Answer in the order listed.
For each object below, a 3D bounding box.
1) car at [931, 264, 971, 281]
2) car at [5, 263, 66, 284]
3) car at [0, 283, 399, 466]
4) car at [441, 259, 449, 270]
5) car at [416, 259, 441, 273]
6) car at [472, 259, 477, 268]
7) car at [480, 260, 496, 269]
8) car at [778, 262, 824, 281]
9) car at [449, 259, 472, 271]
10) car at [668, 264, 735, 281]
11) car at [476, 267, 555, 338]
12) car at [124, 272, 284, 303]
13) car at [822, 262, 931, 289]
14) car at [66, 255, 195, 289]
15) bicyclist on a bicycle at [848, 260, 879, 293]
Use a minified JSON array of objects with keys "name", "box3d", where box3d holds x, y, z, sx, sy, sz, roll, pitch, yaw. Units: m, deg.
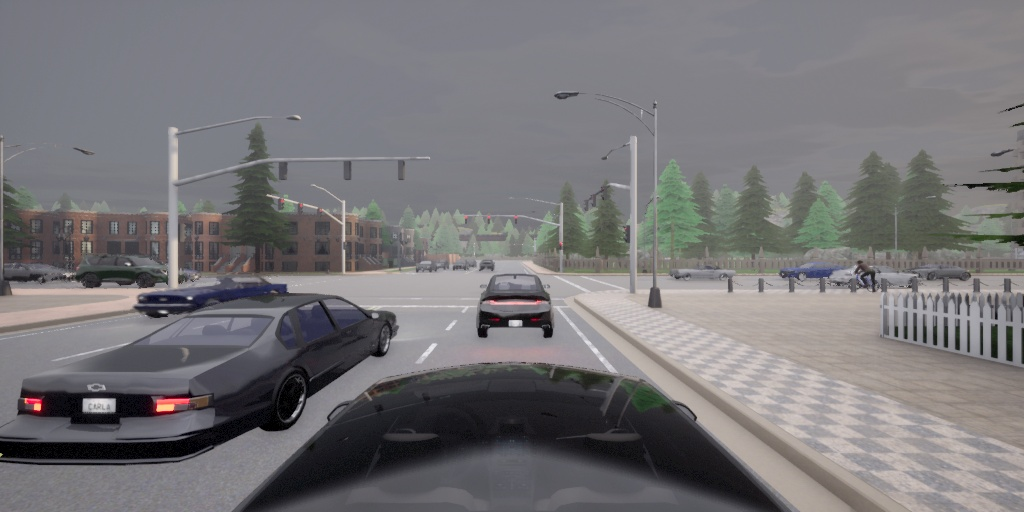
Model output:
[{"name":"car","box3d":[34.847,1.314,29.594,4.181,1.385,1.994,0,0,1]},{"name":"car","box3d":[-34.792,1.241,25.910,4.902,1.511,2.128,0,0,-6]},{"name":"car","box3d":[-3.434,1.297,5.511,2.033,1.411,5.357,0,0,1]},{"name":"car","box3d":[-10.553,1.241,53.610,2.128,1.511,4.902,0,0,0]},{"name":"car","box3d":[-10.555,1.275,44.502,1.812,1.442,4.674,0,0,0]},{"name":"car","box3d":[-7.019,1.254,59.903,1.837,1.490,4.892,0,0,0]},{"name":"car","box3d":[-3.358,1.254,49.307,1.837,1.490,4.892,0,0,0]},{"name":"car","box3d":[24.873,1.227,29.622,5.008,1.535,1.882,0,0,0]},{"name":"car","box3d":[-7.062,1.254,49.919,1.837,1.490,4.892,0,0,0]},{"name":"car","box3d":[15.581,1.351,29.640,4.718,1.301,1.895,0,0,0]},{"name":"car","box3d":[0.087,1.241,10.176,2.128,1.511,4.902,0,0,0]},{"name":"car","box3d":[-10.356,1.351,12.863,1.895,1.301,4.718,0,0,0]},{"name":"car","box3d":[22.650,1.275,22.430,4.674,1.442,1.812,0,0,0]},{"name":"car","box3d":[-24.154,0.970,22.858,5.566,2.045,2.150,0,0,-1]},{"name":"bicyclist on a bicycle","box3d":[18.260,1.052,18.652,0.582,1.620,1.656,0,0,0]}]
